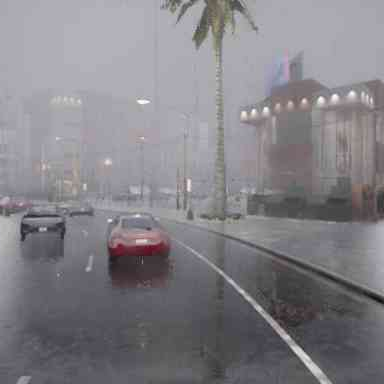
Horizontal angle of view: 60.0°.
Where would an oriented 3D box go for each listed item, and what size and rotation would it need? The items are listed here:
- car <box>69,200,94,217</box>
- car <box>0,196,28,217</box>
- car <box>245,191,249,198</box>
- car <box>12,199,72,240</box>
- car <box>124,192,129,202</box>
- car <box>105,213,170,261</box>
[{"bbox_3d":[-9.629,1.308,27.307,1.994,1.385,4.181,0,1,-36],"label":"car"},{"bbox_3d":[-15.418,1.087,28.708,2.097,1.767,4.553,-1,1,-42],"label":"car"},{"bbox_3d":[8.910,0.914,52.307,4.674,1.452,2.002,0,1,42],"label":"car"},{"bbox_3d":[-7.234,1.338,16.298,2.128,1.511,4.902,0,0,-22],"label":"car"},{"bbox_3d":[-11.159,0.734,55.188,4.553,1.767,2.185,0,1,42],"label":"car"},{"bbox_3d":[-2.072,1.449,12.060,1.994,1.385,4.181,0,1,-15],"label":"car"}]
